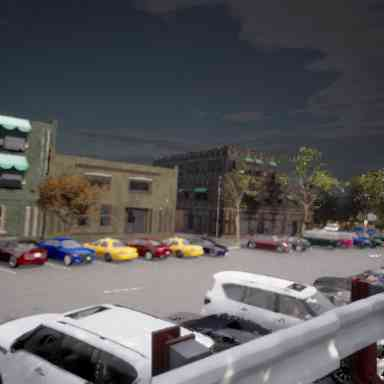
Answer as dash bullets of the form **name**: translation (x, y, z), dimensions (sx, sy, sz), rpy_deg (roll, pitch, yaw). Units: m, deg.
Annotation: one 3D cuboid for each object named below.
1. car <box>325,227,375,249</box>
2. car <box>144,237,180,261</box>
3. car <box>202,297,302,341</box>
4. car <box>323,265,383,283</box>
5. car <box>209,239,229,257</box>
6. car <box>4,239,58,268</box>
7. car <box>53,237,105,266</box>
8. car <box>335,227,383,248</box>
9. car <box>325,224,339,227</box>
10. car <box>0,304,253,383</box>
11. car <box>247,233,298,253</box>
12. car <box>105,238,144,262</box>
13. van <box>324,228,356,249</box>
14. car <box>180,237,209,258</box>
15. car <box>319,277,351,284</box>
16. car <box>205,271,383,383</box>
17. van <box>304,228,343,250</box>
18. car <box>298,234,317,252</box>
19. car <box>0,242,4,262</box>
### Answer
- **car**: translation (20.173, 6.169, 43.328), dimensions (5.566, 2.045, 2.435), rpy_deg (1, -4, 34)
- **car**: translation (-3.820, 4.337, 26.087), dimensions (5.008, 1.535, 2.097), rpy_deg (1, -3, 34)
- **car**: translation (0.447, 3.881, 8.317), dimensions (4.792, 1.488, 2.163), rpy_deg (3, -2, 34)
- **car**: translation (7.808, 4.241, 13.614), dimensions (5.566, 2.045, 2.435), rpy_deg (3, -2, 34)
- **car**: translation (0.994, 4.784, 29.522), dimensions (4.792, 1.488, 2.163), rpy_deg (1, -4, 34)
- **car**: translation (-11.039, 3.740, 20.923), dimensions (4.792, 1.488, 2.163), rpy_deg (1, -3, 34)
- **car**: translation (-8.620, 3.919, 22.631), dimensions (5.008, 1.535, 2.097), rpy_deg (1, -4, 35)
- **car**: translation (22.570, 6.376, 45.051), dimensions (5.566, 2.045, 2.435), rpy_deg (1, -4, 34)
- **car**: translation (28.987, 7.726, 69.014), dimensions (2.435, 2.045, 5.566), rpy_deg (2, -2, 36)
- **car**: translation (-1.981, 3.388, 6.561), dimensions (5.566, 2.045, 2.435), rpy_deg (3, -2, 34)
- **car**: translation (8.137, 5.254, 34.729), dimensions (4.553, 1.767, 2.185), rpy_deg (1, -4, 34)
- **car**: translation (-6.376, 4.122, 24.459), dimensions (5.366, 1.575, 1.946), rpy_deg (1, -3, 34)
- **van**: translation (17.651, 5.984, 41.675), dimensions (4.442, 1.987, 1.878), rpy_deg (1, -3, 34)
- **car**: translation (-1.584, 4.539, 27.905), dimensions (5.366, 1.575, 1.946), rpy_deg (1, -3, 34)
- **car**: translation (5.368, 4.281, 11.839), dimensions (4.892, 1.521, 2.231), rpy_deg (3, -2, 34)
- **car**: translation (2.963, 3.816, 10.051), dimensions (5.566, 2.045, 2.435), rpy_deg (3, -2, 34)
- **van**: translation (15.255, 5.777, 39.952), dimensions (4.442, 1.987, 1.878), rpy_deg (1, -3, 34)
- **car**: translation (10.557, 5.589, 36.432), dimensions (4.892, 1.521, 2.231), rpy_deg (1, -3, 34)
- **car**: translation (-13.412, 3.503, 19.188), dimensions (4.892, 1.521, 2.231), rpy_deg (1, -4, 34)
